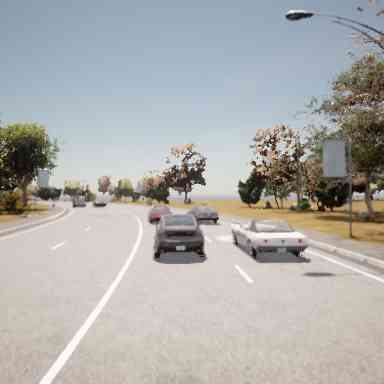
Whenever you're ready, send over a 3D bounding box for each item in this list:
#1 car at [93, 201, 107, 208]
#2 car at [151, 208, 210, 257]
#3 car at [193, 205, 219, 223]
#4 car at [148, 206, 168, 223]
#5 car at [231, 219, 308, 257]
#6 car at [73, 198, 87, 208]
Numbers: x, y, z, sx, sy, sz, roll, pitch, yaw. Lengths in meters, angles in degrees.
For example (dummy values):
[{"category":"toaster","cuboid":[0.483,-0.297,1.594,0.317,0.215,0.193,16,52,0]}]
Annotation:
[{"category":"car","cuboid":[-16.815,2.218,60.766,1.895,1.301,4.718,0,-1,-24]},{"category":"car","cuboid":[-0.587,1.652,13.644,1.837,1.490,4.892,0,0,-5]},{"category":"car","cuboid":[0.881,1.851,28.340,2.033,1.411,5.357,0,-1,-11]},{"category":"car","cuboid":[-2.740,1.866,28.634,1.994,1.385,4.181,0,-1,-11]},{"category":"car","cuboid":[2.922,1.749,13.687,1.895,1.301,4.718,0,-1,-5]},{"category":"car","cuboid":[-20.266,1.950,59.943,2.097,1.767,4.553,0,-1,-24]}]
